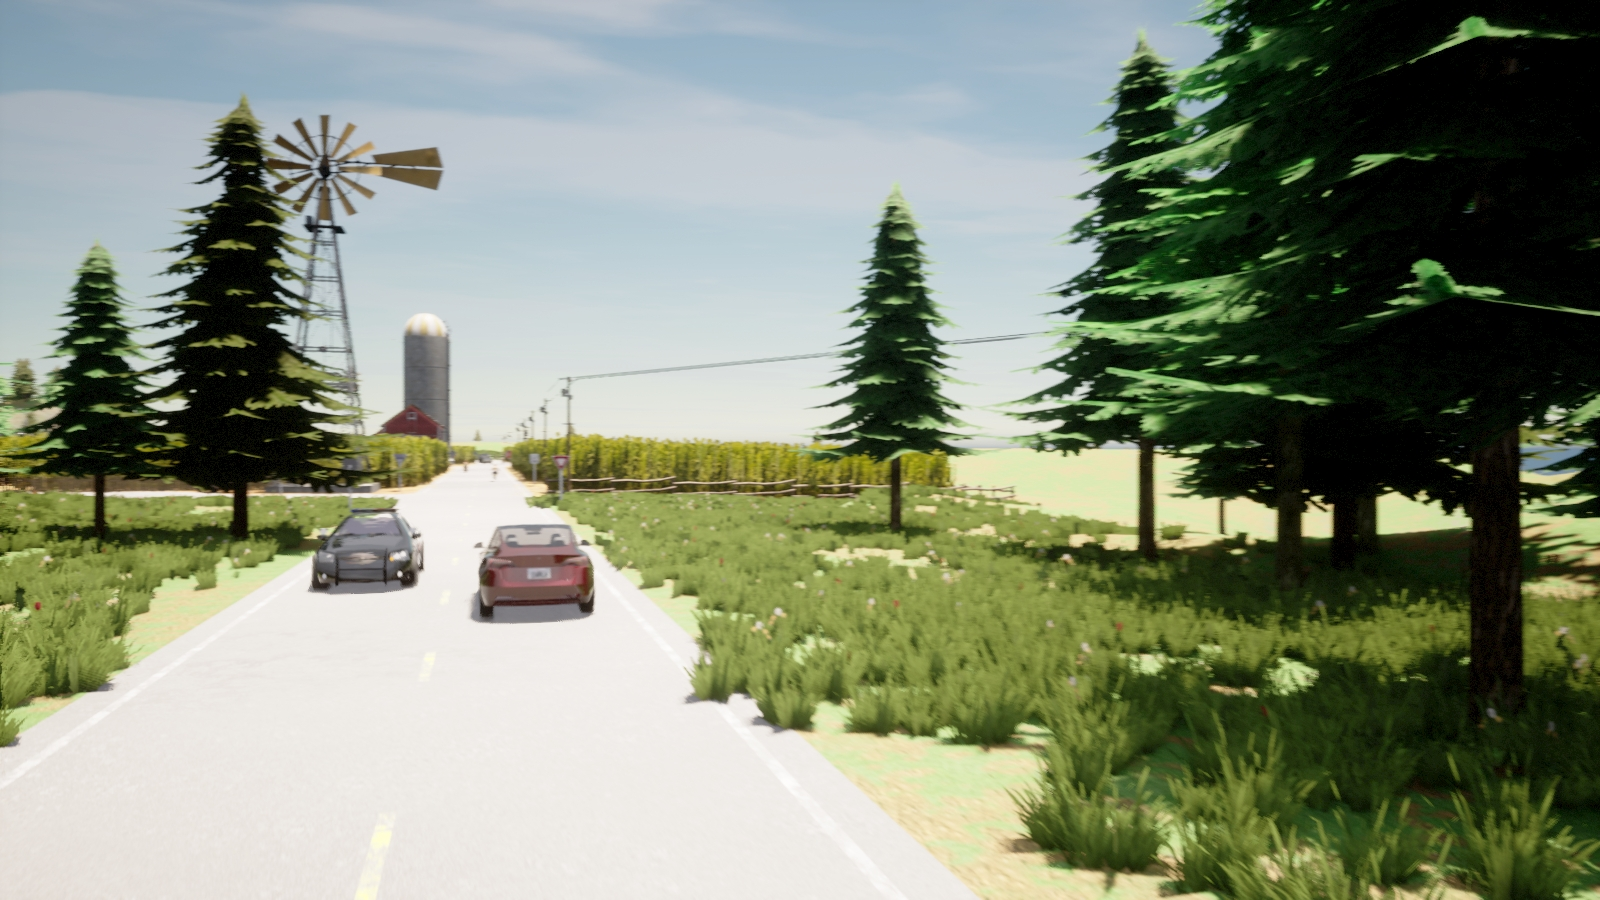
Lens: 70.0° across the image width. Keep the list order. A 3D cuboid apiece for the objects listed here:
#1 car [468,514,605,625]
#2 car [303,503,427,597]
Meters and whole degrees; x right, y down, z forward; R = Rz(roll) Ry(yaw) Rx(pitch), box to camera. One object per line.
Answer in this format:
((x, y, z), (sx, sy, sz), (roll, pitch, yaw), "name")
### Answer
((-4.907, 2.068, 20.936), (2.163, 1.488, 4.792), (0, 0, -15), "car")
((-9.206, 2.047, 24.570), (2.038, 1.542, 4.974), (0, 0, -15), "car")
